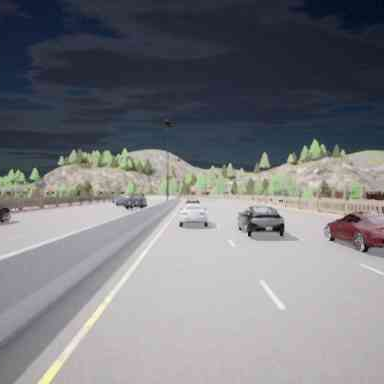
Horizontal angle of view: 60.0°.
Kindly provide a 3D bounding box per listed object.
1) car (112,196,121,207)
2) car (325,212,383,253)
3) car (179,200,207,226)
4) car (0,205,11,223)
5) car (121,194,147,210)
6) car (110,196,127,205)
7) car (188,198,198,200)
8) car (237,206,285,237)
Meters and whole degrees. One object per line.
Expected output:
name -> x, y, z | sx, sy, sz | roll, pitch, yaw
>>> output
car -> -10.560, 1.533, 51.697 | 1.837, 1.490, 4.892 | 0, 0, 0
car -> 7.100, 1.531, 13.609 | 1.812, 1.442, 4.674 | 0, 0, 0
car -> 0.101, 1.533, 23.267 | 1.812, 1.442, 4.674 | 0, 0, 0
car -> -14.097, 1.497, 22.245 | 2.128, 1.511, 4.902 | 0, 0, 0
car -> -7.089, 1.238, 42.691 | 2.150, 2.045, 5.566 | 0, 0, 0
car -> -14.009, 1.552, 63.671 | 2.128, 1.511, 4.902 | 0, 0, 0
car -> 0.102, 1.508, 41.148 | 2.128, 1.511, 4.902 | 0, 0, 0
car -> 3.600, 1.497, 17.965 | 2.128, 1.511, 4.902 | 0, 0, 0
